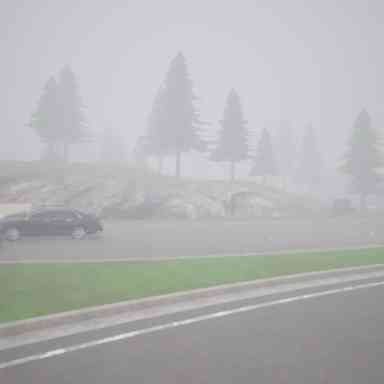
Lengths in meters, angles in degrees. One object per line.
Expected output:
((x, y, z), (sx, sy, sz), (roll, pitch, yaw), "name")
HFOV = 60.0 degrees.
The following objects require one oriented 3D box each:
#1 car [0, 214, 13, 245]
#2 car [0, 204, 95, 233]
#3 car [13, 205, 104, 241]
((-9.413, 1.536, 12.388), (4.181, 1.385, 1.994), (1, 0, -8), "car")
((-8.394, 1.517, 19.558), (4.902, 1.511, 2.128), (1, 0, -9), "car")
((-6.825, 1.527, 16.281), (4.892, 1.490, 1.837), (1, 0, -9), "car")
